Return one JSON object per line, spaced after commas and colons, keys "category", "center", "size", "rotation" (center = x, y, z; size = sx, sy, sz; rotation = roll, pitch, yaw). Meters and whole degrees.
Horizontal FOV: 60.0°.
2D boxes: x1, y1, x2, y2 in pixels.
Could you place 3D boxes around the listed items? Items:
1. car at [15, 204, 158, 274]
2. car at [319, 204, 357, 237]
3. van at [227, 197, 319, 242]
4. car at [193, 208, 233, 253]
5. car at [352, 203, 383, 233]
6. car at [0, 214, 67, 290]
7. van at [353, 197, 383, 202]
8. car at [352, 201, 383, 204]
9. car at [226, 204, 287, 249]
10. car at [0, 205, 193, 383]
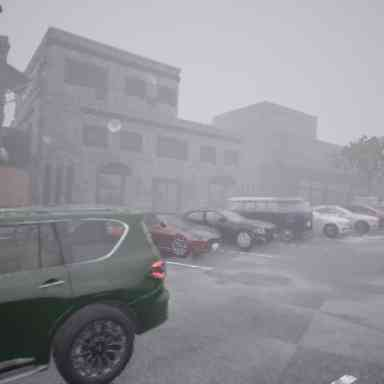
{"category": "car", "center": [-3.576, 1.331, 11.003], "size": [4.553, 1.767, 2.185], "rotation": [-1, 0, 35]}
{"category": "car", "center": [5.974, 1.512, 17.818], "size": [4.674, 1.452, 2.002], "rotation": [-1, -1, 35]}
{"category": "van", "center": [3.483, 1.235, 16.187], "size": [4.442, 1.987, 1.878], "rotation": [-1, -1, 35]}
{"category": "car", "center": [-1.178, 1.482, 12.711], "size": [4.792, 1.488, 2.163], "rotation": [-1, -1, 35]}
{"category": "car", "center": [8.374, 1.530, 19.514], "size": [4.674, 1.452, 2.002], "rotation": [-1, -1, 35]}
{"category": "car", "center": [-5.983, 1.471, 9.318], "size": [4.892, 1.521, 2.231], "rotation": [-1, 0, 35]}
{"category": "van", "center": [13.067, 1.334, 22.953], "size": [4.442, 1.987, 1.878], "rotation": [-1, -1, 35]}
{"category": "car", "center": [10.790, 1.545, 21.179], "size": [4.792, 1.488, 2.163], "rotation": [-1, -1, 35]}
{"category": "car", "center": [1.182, 1.452, 14.428], "size": [5.008, 1.535, 2.097], "rotation": [-1, -1, 35]}
{"category": "car", "center": [-2.911, 1.222, 3.754], "size": [5.566, 2.045, 2.150], "rotation": [0, 0, -35]}
